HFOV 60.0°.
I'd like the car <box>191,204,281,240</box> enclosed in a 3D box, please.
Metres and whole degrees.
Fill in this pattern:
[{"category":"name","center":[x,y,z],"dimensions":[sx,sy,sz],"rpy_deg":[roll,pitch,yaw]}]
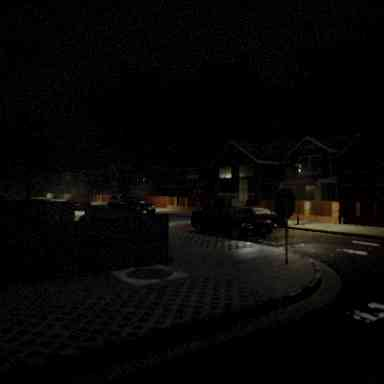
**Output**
[{"category":"car","center":[1.860,1.431,17.023],"dimensions":[1.882,1.535,5.008],"rpy_deg":[0,0,-33]}]

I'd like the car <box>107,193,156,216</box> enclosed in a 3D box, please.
[{"category":"car","center":[-5.023,1.117,26.912],"dimensions":[2.150,2.045,5.566],"rpy_deg":[0,0,-35]}]

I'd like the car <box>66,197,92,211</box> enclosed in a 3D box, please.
[{"category":"car","center":[-13.132,1.311,38.499],"dimensions":[1.882,1.535,5.008],"rpy_deg":[0,1,-35]}]

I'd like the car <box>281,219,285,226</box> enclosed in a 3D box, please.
[{"category":"car","center":[3.336,1.551,20.323],"dimensions":[1.895,1.301,4.718],"rpy_deg":[0,0,-37]}]
